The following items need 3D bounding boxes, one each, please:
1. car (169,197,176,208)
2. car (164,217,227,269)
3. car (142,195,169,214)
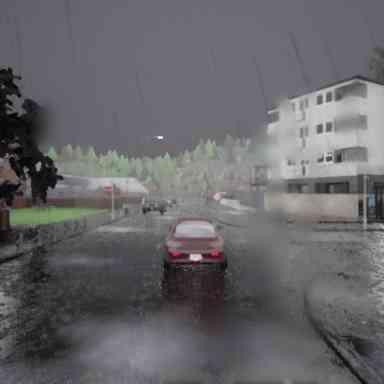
[{"bbox_3d":[-4.074,1.478,50.617,2.097,1.767,4.553,0,0,0],"label":"car"},{"bbox_3d":[0.095,1.554,11.093,1.812,1.442,4.674,0,0,0],"label":"car"},{"bbox_3d":[-4.099,1.314,36.814,2.150,2.045,5.566,0,0,0],"label":"car"}]
